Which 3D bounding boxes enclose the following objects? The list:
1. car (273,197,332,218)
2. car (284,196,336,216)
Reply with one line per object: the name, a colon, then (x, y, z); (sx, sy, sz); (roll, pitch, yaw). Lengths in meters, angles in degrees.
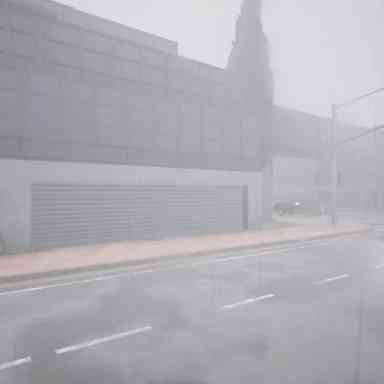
car: (9.703, 1.491, 30.360); (2.128, 1.511, 4.902); (0, 0, -37)
car: (11.793, 1.352, 33.417); (2.097, 1.767, 4.553); (0, 0, -37)
